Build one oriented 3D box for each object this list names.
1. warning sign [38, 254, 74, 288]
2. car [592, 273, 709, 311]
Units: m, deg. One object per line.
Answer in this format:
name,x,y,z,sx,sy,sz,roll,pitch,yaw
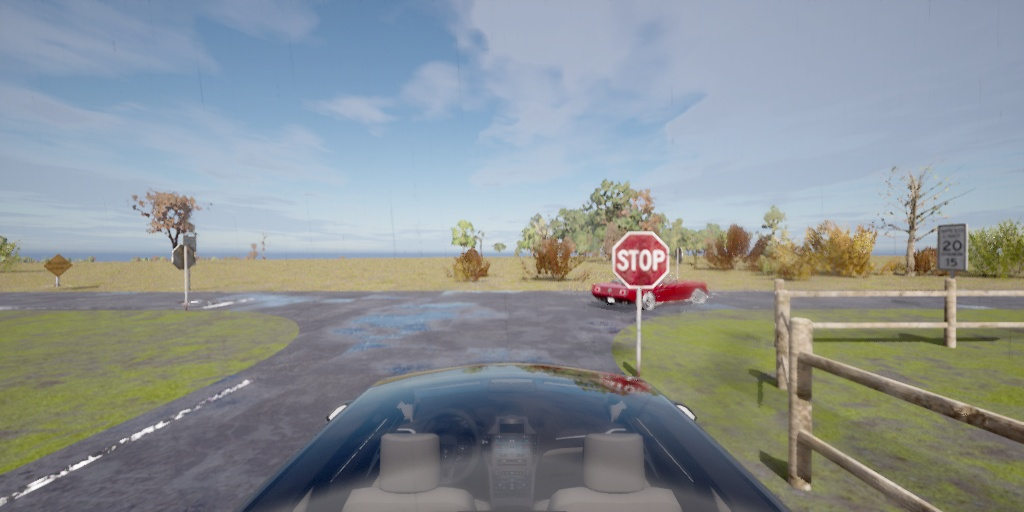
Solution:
warning sign,-25.416,0.803,20.060,1.060,1.860,1.300,0,0,0
car,5.437,1.253,13.810,4.718,1.301,1.895,0,0,-30
